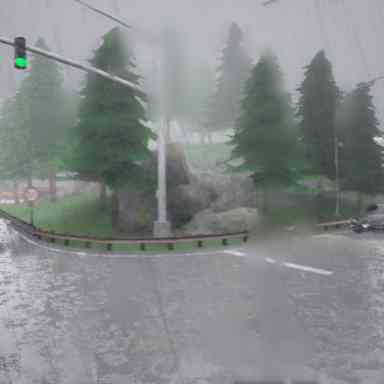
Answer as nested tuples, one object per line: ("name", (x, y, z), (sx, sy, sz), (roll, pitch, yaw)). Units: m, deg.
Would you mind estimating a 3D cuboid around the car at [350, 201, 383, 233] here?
("car", (9.567, 1.220, 16.098), (4.892, 1.490, 1.837), (-1, 1, -36))
